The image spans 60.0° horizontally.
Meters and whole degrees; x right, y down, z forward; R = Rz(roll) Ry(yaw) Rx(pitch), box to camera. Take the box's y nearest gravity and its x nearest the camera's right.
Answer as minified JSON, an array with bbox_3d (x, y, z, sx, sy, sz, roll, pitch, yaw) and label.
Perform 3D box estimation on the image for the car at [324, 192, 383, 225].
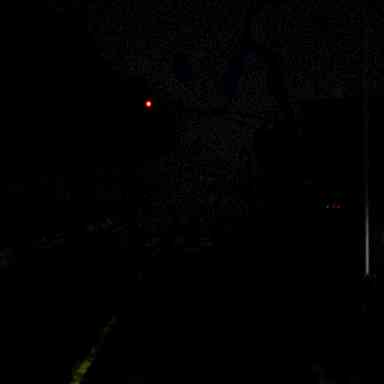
[{"bbox_3d":[11.466,1.022,21.541,5.566,2.045,2.150,0,-1,0],"label":"car"}]
